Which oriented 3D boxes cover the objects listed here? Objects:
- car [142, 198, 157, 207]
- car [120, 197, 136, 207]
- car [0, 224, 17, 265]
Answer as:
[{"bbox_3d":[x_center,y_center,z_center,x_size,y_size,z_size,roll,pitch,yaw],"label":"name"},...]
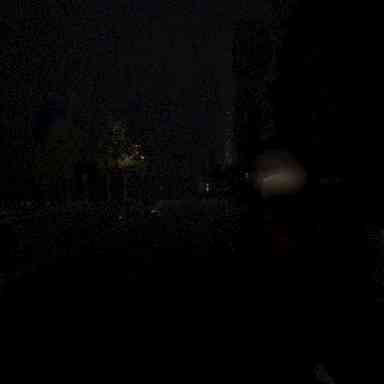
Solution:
[{"bbox_3d":[-6.500,1.590,51.160,1.895,1.301,4.718,0,0,0],"label":"car"},{"bbox_3d":[-9.750,1.519,51.191,1.812,1.442,4.674,0,0,0],"label":"car"},{"bbox_3d":[-6.600,1.494,8.846,2.128,1.511,4.902,0,0,0],"label":"car"}]
